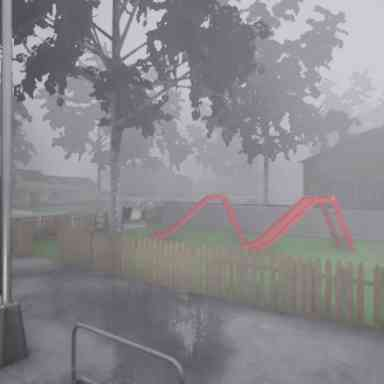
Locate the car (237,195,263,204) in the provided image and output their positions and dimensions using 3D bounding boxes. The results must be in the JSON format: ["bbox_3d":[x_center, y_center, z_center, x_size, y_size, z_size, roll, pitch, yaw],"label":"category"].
[{"bbox_3d":[9.008,1.322,53.662,2.128,1.511,4.902,1,0,36],"label":"car"}]

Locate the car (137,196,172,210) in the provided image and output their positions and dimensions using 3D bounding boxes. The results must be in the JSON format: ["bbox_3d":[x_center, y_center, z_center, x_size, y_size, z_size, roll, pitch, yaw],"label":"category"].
[{"bbox_3d":[-3.801,1.180,35.834,2.097,1.767,4.553,1,0,36],"label":"car"}]
